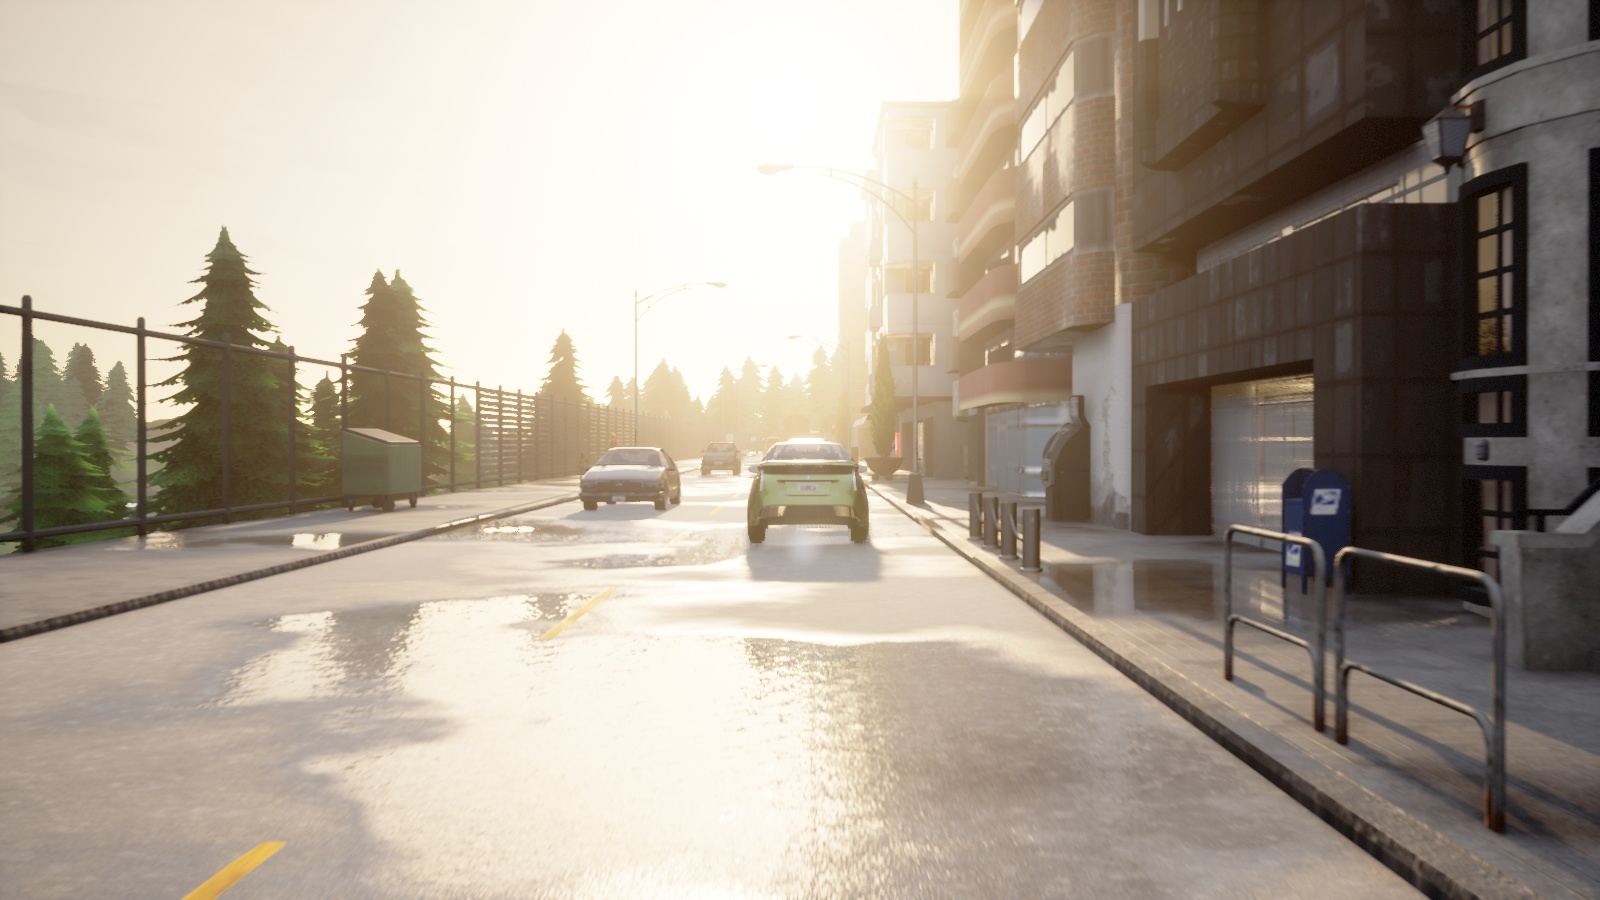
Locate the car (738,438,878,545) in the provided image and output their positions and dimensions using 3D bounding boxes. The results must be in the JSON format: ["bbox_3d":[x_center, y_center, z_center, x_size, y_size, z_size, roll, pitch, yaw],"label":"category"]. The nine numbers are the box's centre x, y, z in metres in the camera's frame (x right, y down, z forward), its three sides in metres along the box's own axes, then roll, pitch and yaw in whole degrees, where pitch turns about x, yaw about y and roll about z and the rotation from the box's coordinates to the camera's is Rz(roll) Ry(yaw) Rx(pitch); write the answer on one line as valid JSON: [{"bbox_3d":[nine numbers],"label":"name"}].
[{"bbox_3d":[0.127,0.580,20.186,2.007,1.525,4.514,0,0,0],"label":"car"}]

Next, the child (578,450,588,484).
[{"bbox_3d":[-7.492,0.586,43.316,0.299,1.160,0.473,0,0,-14],"label":"child"}]

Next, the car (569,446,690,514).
[{"bbox_3d":[-3.824,0.627,29.096,2.033,1.411,5.357,0,0,0],"label":"car"}]

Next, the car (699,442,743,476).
[{"bbox_3d":[-3.660,0.393,58.404,1.789,1.549,3.705,0,0,0],"label":"car"}]
